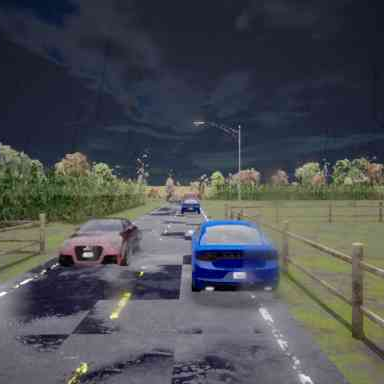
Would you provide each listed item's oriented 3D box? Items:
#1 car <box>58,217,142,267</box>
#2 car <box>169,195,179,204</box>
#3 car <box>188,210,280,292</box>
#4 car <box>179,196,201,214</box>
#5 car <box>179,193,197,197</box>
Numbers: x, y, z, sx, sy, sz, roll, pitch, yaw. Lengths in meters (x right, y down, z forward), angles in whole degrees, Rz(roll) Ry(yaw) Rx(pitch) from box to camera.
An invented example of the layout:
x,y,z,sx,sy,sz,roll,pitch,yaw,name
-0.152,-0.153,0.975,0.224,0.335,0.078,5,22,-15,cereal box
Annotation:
x,y,z,sx,sy,sz,roll,pitch,yaw,name
-2.906,1.563,11.296,1.994,1.385,4.181,0,0,0,car
-3.063,1.304,60.619,2.097,1.767,4.553,0,0,0,car
0.919,1.477,8.967,1.882,1.535,5.008,0,0,0,car
-0.113,1.465,34.940,1.882,1.535,5.008,0,0,0,car
-0.229,1.196,45.371,2.150,2.045,5.566,0,0,0,car
